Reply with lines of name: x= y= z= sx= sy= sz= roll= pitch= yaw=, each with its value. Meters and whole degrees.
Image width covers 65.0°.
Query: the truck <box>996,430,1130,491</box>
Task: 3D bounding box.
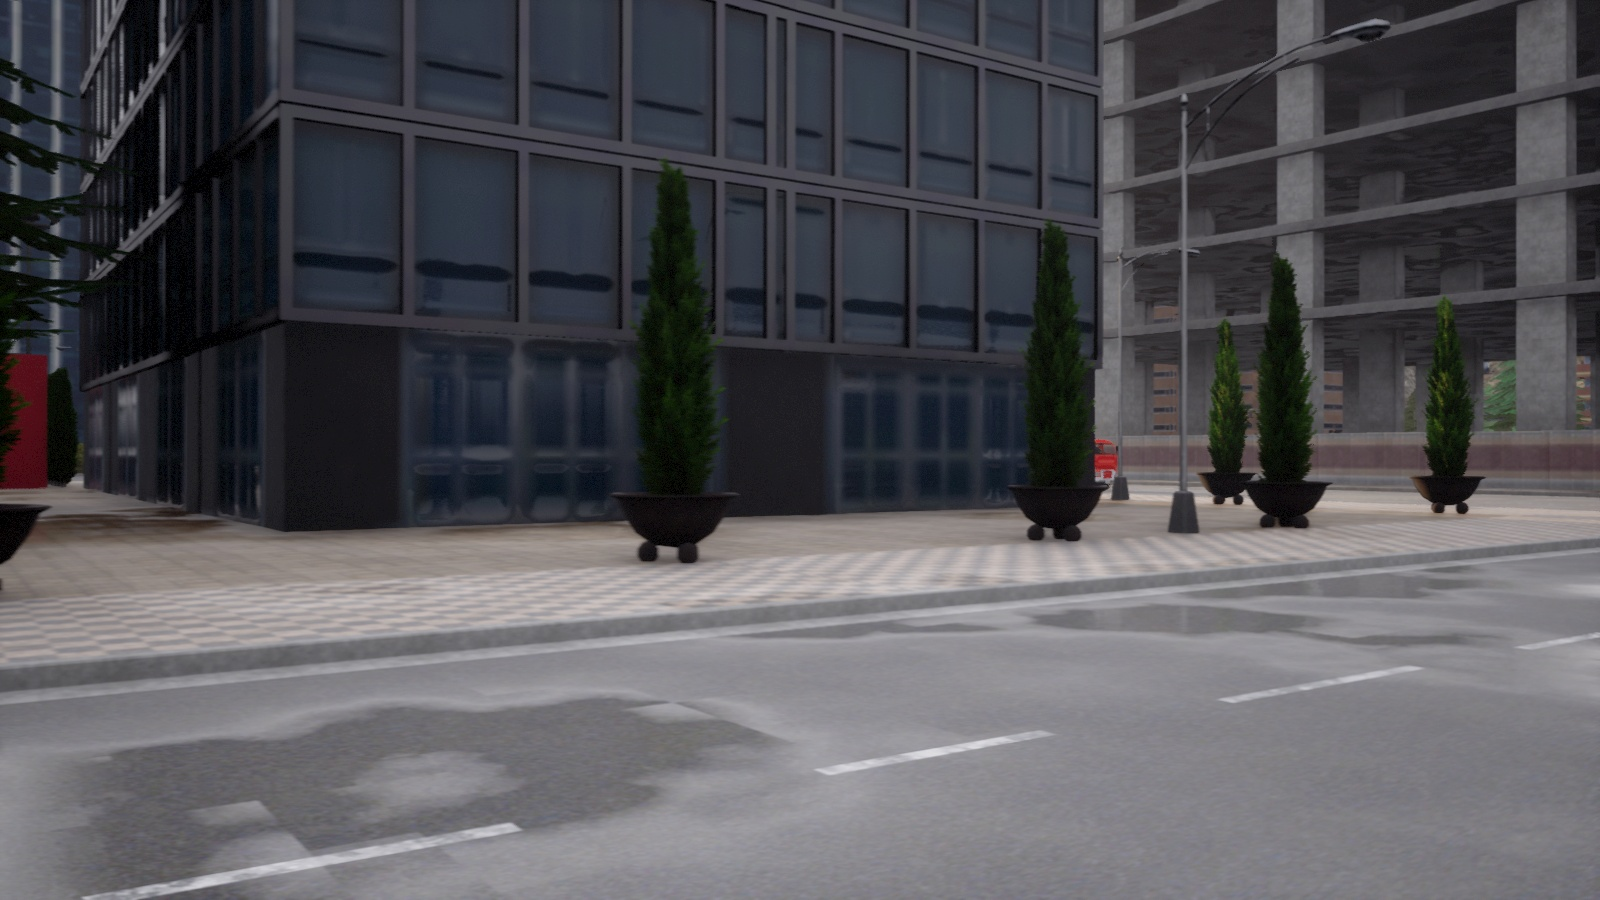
truck: x=11.144 y=0.423 z=53.641 sx=2.627 sy=2.467 sz=5.204 roll=0 pitch=0 yaw=-35
